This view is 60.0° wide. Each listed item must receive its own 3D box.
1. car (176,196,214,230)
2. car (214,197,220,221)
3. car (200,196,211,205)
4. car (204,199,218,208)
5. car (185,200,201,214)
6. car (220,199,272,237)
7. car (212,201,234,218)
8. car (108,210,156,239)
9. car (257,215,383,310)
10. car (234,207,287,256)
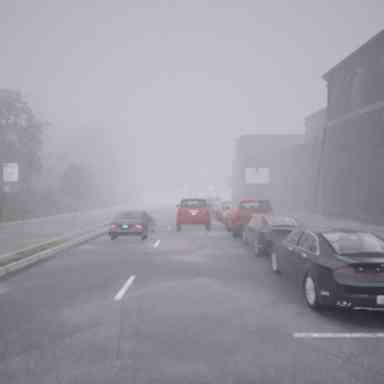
[{"bbox_3d":[0.117,1.419,22.613,2.150,2.045,5.566,0,0,0],"label":"car"},{"bbox_3d":[3.249,1.617,30.164,2.185,1.767,4.553,0,-1,0],"label":"car"},{"bbox_3d":[3.286,1.922,79.822,2.435,2.045,5.566,0,0,0],"label":"car"},{"bbox_3d":[3.270,1.982,57.686,2.231,1.521,4.892,0,0,0],"label":"car"},{"bbox_3d":[0.134,1.844,42.143,1.882,1.535,5.008,0,-1,0],"label":"car"},{"bbox_3d":[3.241,1.396,19.174,2.435,2.045,5.566,0,0,0],"label":"car"},{"bbox_3d":[3.254,1.790,35.904,1.946,1.575,5.366,0,0,0],"label":"car"},{"bbox_3d":[-3.135,1.706,18.184,2.033,1.411,5.357,0,-1,0],"label":"car"},{"bbox_3d":[3.232,1.552,7.963,2.231,1.521,4.892,0,0,0],"label":"car"},{"bbox_3d":[3.238,1.599,13.489,2.231,1.521,4.892,0,0,0],"label":"car"}]
